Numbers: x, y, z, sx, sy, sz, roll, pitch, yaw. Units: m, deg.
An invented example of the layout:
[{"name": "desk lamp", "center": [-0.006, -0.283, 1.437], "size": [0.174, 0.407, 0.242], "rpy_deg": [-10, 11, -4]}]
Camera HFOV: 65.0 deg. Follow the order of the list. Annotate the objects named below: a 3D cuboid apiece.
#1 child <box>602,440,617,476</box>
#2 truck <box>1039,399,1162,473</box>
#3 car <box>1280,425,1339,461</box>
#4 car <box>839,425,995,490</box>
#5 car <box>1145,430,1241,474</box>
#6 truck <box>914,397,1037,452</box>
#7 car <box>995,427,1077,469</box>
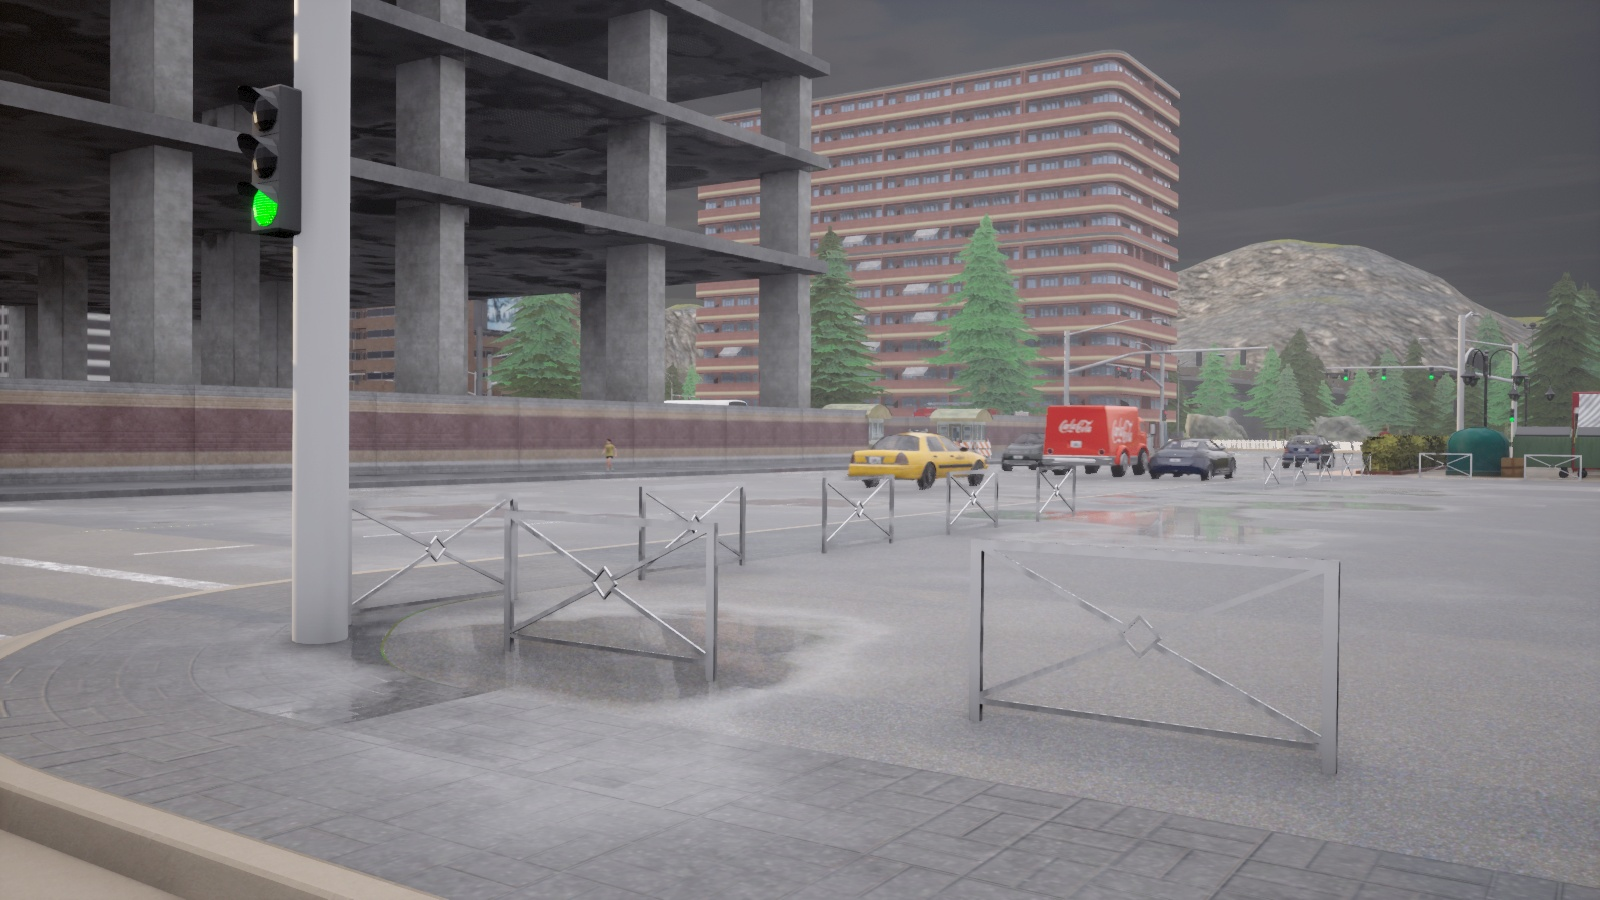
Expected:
[{"name": "child", "center": [-5.838, 0.237, 38.520], "size": [0.255, 1.110, 0.394], "rpy_deg": [0, 1, 32]}, {"name": "truck", "center": [10.785, -0.519, 44.738], "size": [2.627, 2.467, 5.204], "rpy_deg": [0, 1, 33]}, {"name": "car", "center": [23.320, -0.340, 57.383], "size": [1.789, 1.549, 3.705], "rpy_deg": [0, 1, 33]}, {"name": "car", "center": [3.214, 0.132, 33.262], "size": [1.801, 1.575, 5.366], "rpy_deg": [0, 1, 33]}, {"name": "car", "center": [13.195, 0.046, 42.035], "size": [1.994, 1.385, 4.181], "rpy_deg": [0, 1, 33]}, {"name": "truck", "center": [12.721, -1.797, 91.465], "size": [8.468, 3.827, 2.891], "rpy_deg": [0, 1, 34]}, {"name": "car", "center": [9.180, -0.093, 48.662], "size": [1.789, 1.549, 3.705], "rpy_deg": [0, 1, 33]}]
